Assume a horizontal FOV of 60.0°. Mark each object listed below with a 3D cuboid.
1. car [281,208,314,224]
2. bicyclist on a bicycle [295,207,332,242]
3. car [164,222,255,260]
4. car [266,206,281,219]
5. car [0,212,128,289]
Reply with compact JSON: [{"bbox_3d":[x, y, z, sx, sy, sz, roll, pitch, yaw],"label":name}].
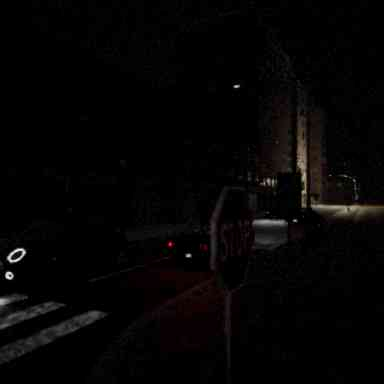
[{"bbox_3d":[9.514,2.074,29.300,1.895,1.301,4.718,0,-1,28],"label":"car"},{"bbox_3d":[5.757,1.561,15.812,1.656,1.620,0.582,-1,-1,28],"label":"bicyclist on a bicycle"},{"bbox_3d":[0.918,1.813,12.815,1.895,1.301,4.718,0,-1,28],"label":"car"},{"bbox_3d":[9.308,2.169,35.245,1.895,1.301,4.718,0,-1,28],"label":"car"},{"bbox_3d":[-3.960,1.517,9.852,2.097,1.767,4.553,0,-1,28],"label":"car"}]
